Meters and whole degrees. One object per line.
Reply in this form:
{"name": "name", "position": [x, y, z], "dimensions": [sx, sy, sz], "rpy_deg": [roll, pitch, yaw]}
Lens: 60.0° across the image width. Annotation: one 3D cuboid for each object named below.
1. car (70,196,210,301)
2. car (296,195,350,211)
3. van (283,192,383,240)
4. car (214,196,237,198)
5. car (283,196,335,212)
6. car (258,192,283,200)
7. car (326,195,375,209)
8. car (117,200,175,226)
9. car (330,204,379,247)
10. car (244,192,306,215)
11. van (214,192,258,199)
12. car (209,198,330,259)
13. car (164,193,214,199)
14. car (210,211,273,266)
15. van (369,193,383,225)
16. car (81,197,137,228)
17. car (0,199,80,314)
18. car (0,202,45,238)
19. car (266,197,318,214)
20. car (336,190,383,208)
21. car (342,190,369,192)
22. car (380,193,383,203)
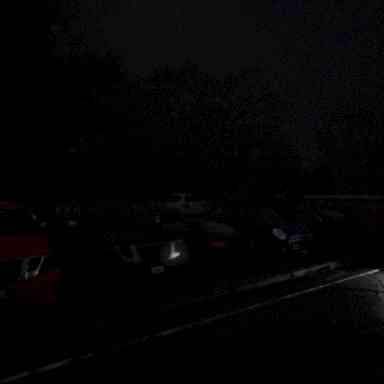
{"name": "car", "position": [-2.284, 1.201, 8.862], "dimensions": [2.435, 2.045, 5.566], "rpy_deg": [-1, 0, -36]}
{"name": "car", "position": [14.505, 1.183, 37.203], "dimensions": [1.946, 1.575, 5.366], "rpy_deg": [-1, 1, -36]}
{"name": "van", "position": [6.754, 1.141, 15.501], "dimensions": [1.878, 1.987, 4.442], "rpy_deg": [-1, 0, -36]}
{"name": "car", "position": [0.953, 1.347, 27.518], "dimensions": [1.946, 1.575, 5.366], "rpy_deg": [-1, 0, -36]}
{"name": "car", "position": [12.375, 1.254, 35.417], "dimensions": [2.163, 1.488, 4.792], "rpy_deg": [-1, 0, -36]}
{"name": "car", "position": [5.559, 1.056, 30.616], "dimensions": [2.435, 2.045, 5.566], "rpy_deg": [-1, 0, -36]}
{"name": "car", "position": [19.135, 1.109, 40.278], "dimensions": [2.231, 1.521, 4.892], "rpy_deg": [-1, 1, -36]}
{"name": "car", "position": [-3.438, 1.422, 24.115], "dimensions": [2.163, 1.488, 4.792], "rpy_deg": [-1, 0, -36]}
{"name": "car", "position": [4.546, 1.389, 13.772], "dimensions": [2.231, 1.521, 4.892], "rpy_deg": [-1, 0, -36]}
{"name": "car", "position": [7.851, 1.030, 32.185], "dimensions": [2.435, 2.045, 5.566], "rpy_deg": [-1, 0, -36]}
{"name": "van", "position": [3.249, 1.103, 29.074], "dimensions": [1.878, 1.987, 4.442], "rpy_deg": [-1, 0, -36]}
{"name": "car", "position": [2.243, 1.284, 12.172], "dimensions": [2.185, 1.767, 4.553], "rpy_deg": [-1, 0, -36]}
{"name": "car", "position": [-1.215, 1.120, 25.774], "dimensions": [2.435, 2.045, 5.566], "rpy_deg": [-1, 0, -36]}
{"name": "car", "position": [-0.017, 1.471, 10.515], "dimensions": [2.002, 1.452, 4.674], "rpy_deg": [-1, 0, -36]}
{"name": "van", "position": [13.594, 1.076, 20.390], "dimensions": [1.878, 1.987, 4.442], "rpy_deg": [-1, 0, -36]}
{"name": "car", "position": [-5.733, 1.288, 22.548], "dimensions": [2.185, 1.767, 4.553], "rpy_deg": [-1, 0, -36]}
{"name": "car", "position": [-4.565, 1.222, 7.232], "dimensions": [2.435, 2.045, 5.566], "rpy_deg": [-1, 0, -36]}
{"name": "car", "position": [-10.121, 1.453, 19.145], "dimensions": [1.946, 1.575, 5.366], "rpy_deg": [-1, 0, -36]}
{"name": "car", "position": [10.077, 1.283, 33.846], "dimensions": [2.163, 1.488, 4.792], "rpy_deg": [-1, 0, -36]}
{"name": "car", "position": [21.402, 0.813, 41.871], "dimensions": [2.435, 2.045, 5.566], "rpy_deg": [-1, 1, -36]}
{"name": "car", "position": [11.399, 1.073, 18.644], "dimensions": [2.435, 2.045, 5.566], "rpy_deg": [-1, 0, -36]}
{"name": "car", "position": [30.403, 0.922, 48.376], "dimensions": [2.163, 1.488, 4.792], "rpy_deg": [-1, 1, -36]}
